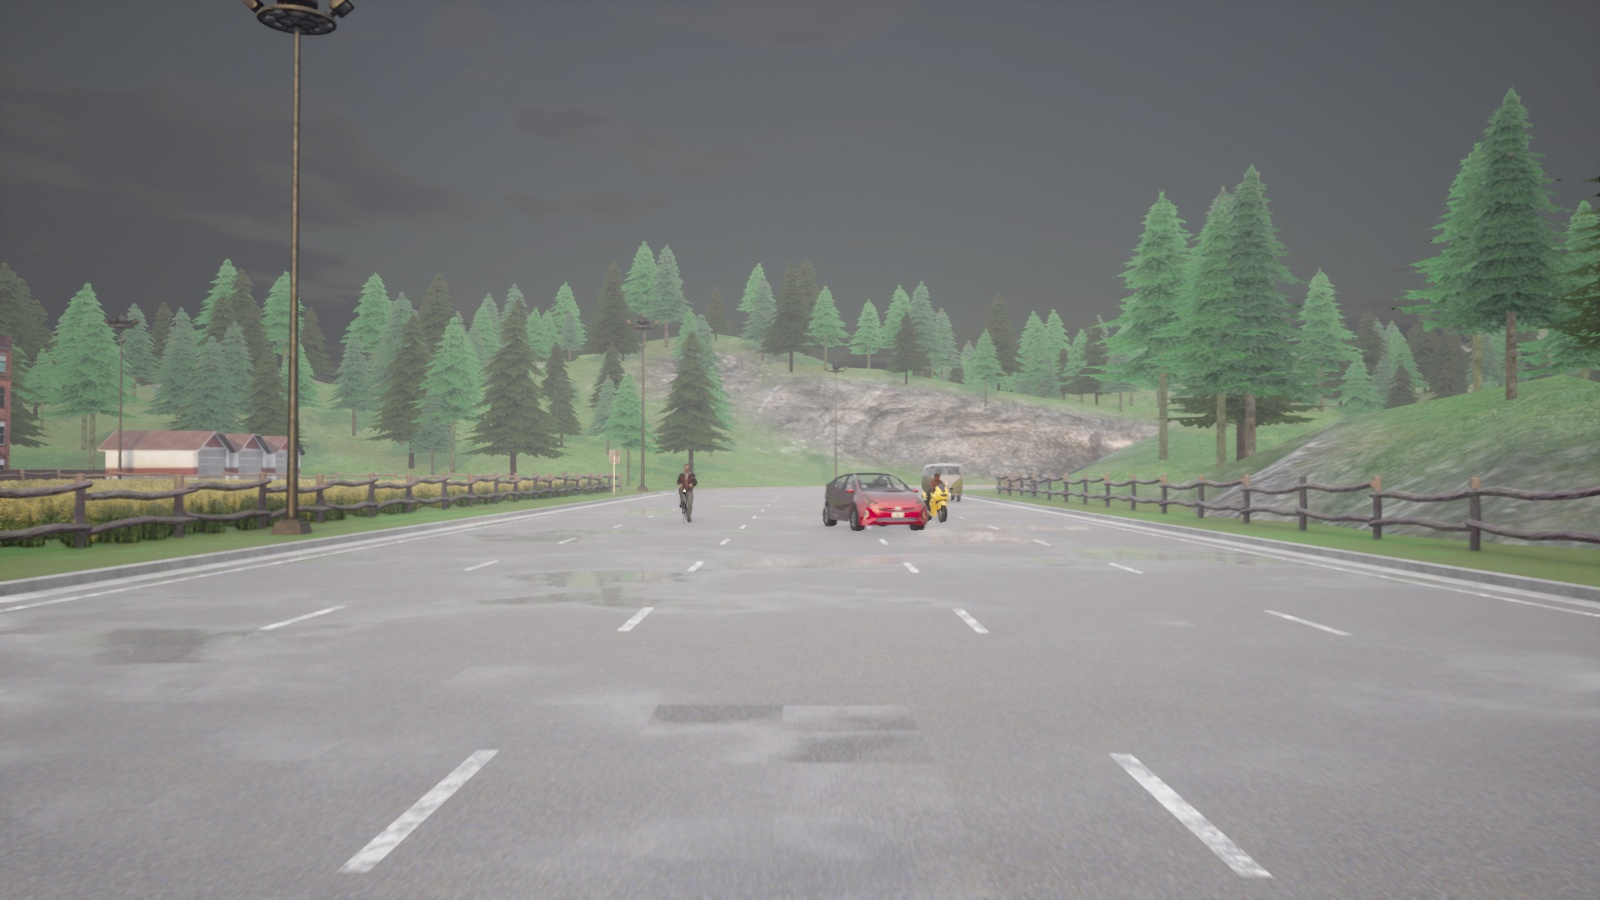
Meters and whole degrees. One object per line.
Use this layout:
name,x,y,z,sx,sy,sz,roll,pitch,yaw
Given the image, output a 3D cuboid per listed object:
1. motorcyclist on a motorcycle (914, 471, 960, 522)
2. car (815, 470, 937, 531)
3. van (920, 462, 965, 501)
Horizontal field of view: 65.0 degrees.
motorcyclist on a motorcycle,4.186,1.419,38.536,0.797,1.523,2.044,1,-1,-13
car,1.965,1.318,34.061,2.007,1.525,4.514,0,-1,-14
van,7.367,1.620,65.240,1.775,1.987,4.442,0,-1,0
